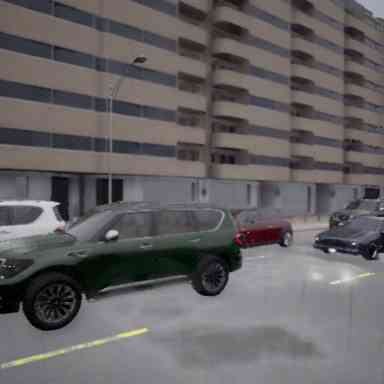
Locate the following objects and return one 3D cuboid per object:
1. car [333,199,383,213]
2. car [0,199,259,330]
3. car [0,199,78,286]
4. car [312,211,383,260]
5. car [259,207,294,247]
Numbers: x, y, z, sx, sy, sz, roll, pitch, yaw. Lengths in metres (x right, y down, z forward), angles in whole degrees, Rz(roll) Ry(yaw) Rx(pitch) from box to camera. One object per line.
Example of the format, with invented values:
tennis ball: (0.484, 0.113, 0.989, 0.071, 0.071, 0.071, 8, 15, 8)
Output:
car: (10.567, 1.437, 19.810, 5.566, 2.045, 2.150, 1, 0, -34)
car: (-1.371, 1.250, 7.277, 5.566, 2.045, 2.150, 1, -1, -35)
car: (-5.997, 1.211, 8.296, 5.566, 2.045, 2.150, 1, -1, -36)
car: (7.131, 1.691, 13.191, 5.357, 1.411, 2.033, 1, 0, -34)
car: (2.169, 1.453, 14.014, 4.553, 1.767, 2.097, 1, 0, -35)
